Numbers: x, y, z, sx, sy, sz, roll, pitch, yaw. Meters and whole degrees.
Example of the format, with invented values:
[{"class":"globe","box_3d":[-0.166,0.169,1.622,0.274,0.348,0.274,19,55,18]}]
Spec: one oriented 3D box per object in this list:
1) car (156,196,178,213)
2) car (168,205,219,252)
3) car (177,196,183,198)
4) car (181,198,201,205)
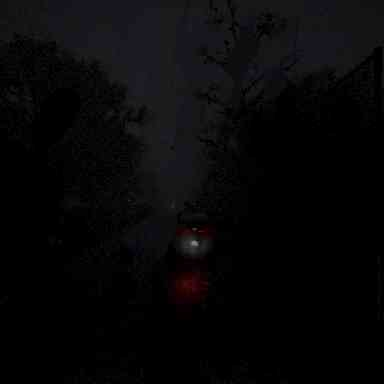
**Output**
[{"class":"car","box_3d":[-2.924,1.561,37.710,1.882,1.535,5.008,0,0,0]},{"class":"car","box_3d":[0.083,1.539,14.018,1.837,1.490,4.892,0,1,0]},{"class":"car","box_3d":[-3.127,1.609,78.379,1.882,1.535,5.008,0,-1,-1]},{"class":"car","box_3d":[0.047,1.560,30.602,2.128,1.511,4.902,0,0,0]}]
